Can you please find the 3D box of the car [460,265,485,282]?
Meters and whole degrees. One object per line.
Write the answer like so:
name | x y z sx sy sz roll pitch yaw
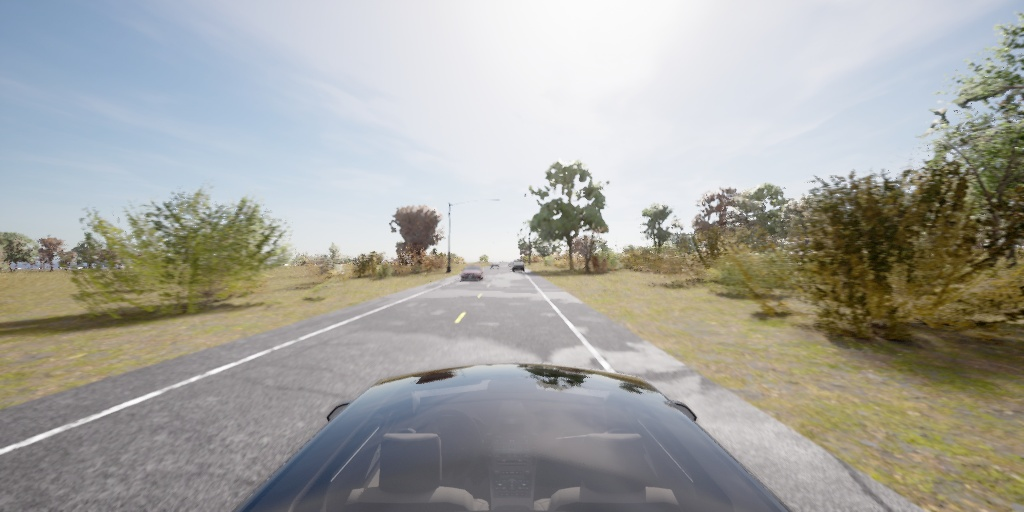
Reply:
car | -3.592 1.553 33.169 1.812 1.442 4.674 0 0 0

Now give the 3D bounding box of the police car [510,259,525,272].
police car | 1.049 1.653 56.379 1.930 1.638 5.238 0 0 0
